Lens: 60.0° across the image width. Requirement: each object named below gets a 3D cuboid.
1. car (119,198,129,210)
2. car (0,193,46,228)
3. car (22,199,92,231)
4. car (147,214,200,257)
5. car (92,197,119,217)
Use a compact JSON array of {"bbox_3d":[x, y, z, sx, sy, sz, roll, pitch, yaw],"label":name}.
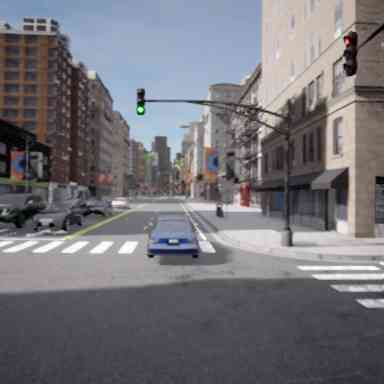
[{"bbox_3d":[-9.059,1.458,42.159,1.812,1.442,4.674,1,1,-4],"label":"car"},{"bbox_3d":[-11.154,1.103,21.394,2.150,2.045,5.566,1,0,-3],"label":"car"},{"bbox_3d":[-7.824,1.412,19.898,2.128,1.511,4.902,1,0,-3],"label":"car"},{"bbox_3d":[-0.736,1.574,13.073,2.033,1.411,5.357,1,1,-3],"label":"car"},{"bbox_3d":[-8.411,1.470,30.410,2.033,1.411,5.357,1,0,-3],"label":"car"}]
